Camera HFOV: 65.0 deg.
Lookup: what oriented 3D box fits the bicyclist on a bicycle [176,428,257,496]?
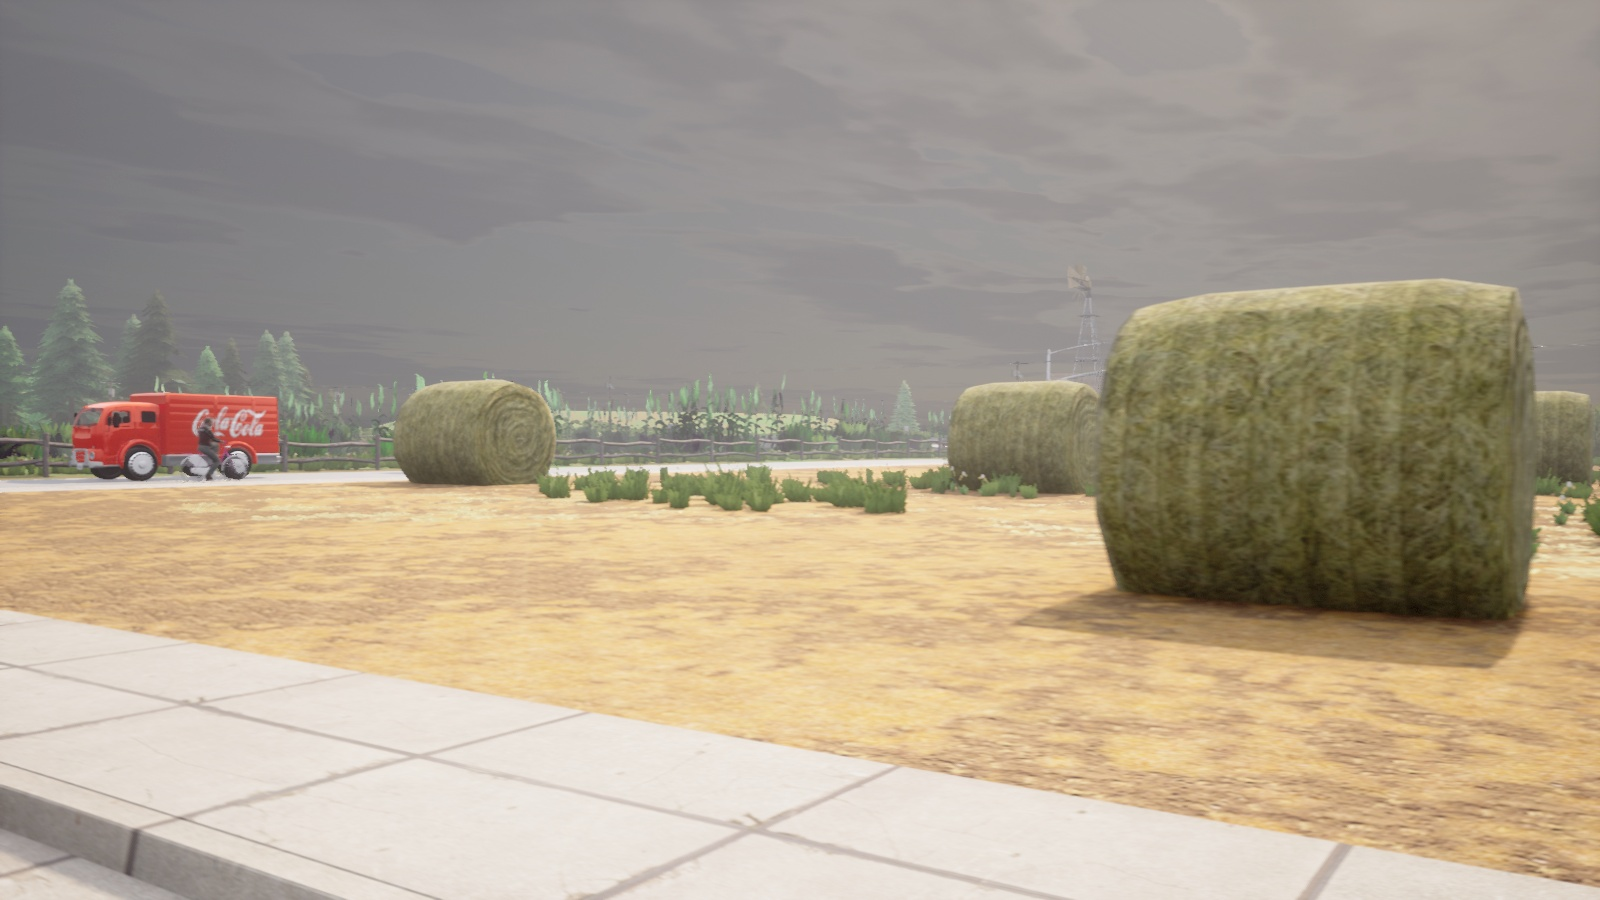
[{"bbox_3d":[-15.579,0.299,33.589,0.659,1.776,1.843,0,1,36],"label":"bicyclist on a bicycle"}]

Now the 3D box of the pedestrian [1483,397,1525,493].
[{"bbox_3d":[13.633,-0.096,24.331,0.331,1.846,0.636,-1,1,-41],"label":"pedestrian"}]

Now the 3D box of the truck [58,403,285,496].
[{"bbox_3d":[-18.003,-0.066,36.199,2.627,2.467,5.204,0,1,36],"label":"truck"}]
